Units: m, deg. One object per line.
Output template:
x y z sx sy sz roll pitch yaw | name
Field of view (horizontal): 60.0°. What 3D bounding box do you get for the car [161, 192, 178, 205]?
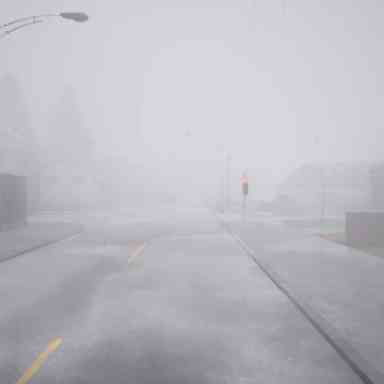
-4.039 1.107 58.076 2.150 2.045 5.566 0 0 1 | car
